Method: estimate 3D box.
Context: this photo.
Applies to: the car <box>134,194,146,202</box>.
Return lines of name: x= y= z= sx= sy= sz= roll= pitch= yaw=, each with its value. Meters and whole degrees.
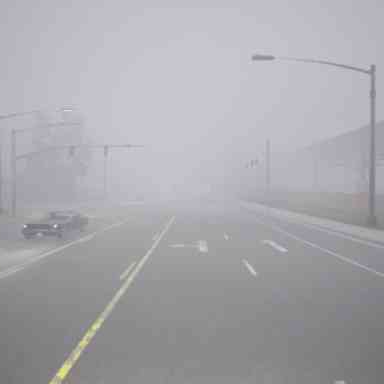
car: x=-10.465 y=1.174 z=67.174 sx=2.128 sy=1.511 sz=4.902 roll=0 pitch=1 yaw=0

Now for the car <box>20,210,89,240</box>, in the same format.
car: x=-7.072 y=1.667 z=17.640 sx=1.895 sy=1.301 sz=4.718 roll=0 pitch=0 yaw=0
